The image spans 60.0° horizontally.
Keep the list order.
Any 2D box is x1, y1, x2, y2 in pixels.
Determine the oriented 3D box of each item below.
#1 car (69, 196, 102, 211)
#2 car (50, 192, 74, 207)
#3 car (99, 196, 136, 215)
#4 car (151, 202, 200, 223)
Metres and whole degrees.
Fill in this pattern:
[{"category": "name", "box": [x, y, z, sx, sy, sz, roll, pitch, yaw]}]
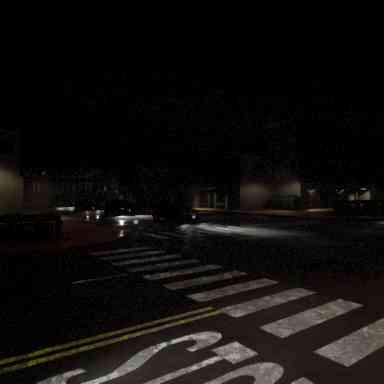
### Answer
[{"category": "car", "box": [-13.412, 1.547, 41.977, 2.033, 1.411, 5.357, 0, 0, -36]}, {"category": "car", "box": [-20.247, 1.219, 51.452, 2.150, 2.045, 5.566, 0, 0, -39]}, {"category": "car", "box": [-7.356, 1.504, 33.643, 1.837, 1.490, 4.892, 0, 0, -36]}, {"category": "car", "box": [-1.337, 1.491, 25.394, 2.128, 1.511, 4.902, 0, 0, -37]}]
